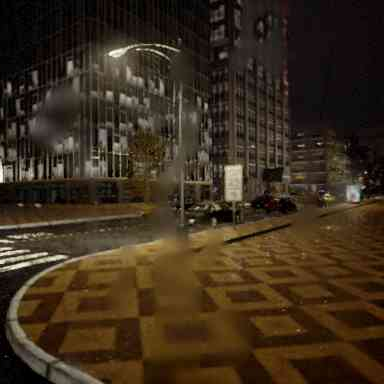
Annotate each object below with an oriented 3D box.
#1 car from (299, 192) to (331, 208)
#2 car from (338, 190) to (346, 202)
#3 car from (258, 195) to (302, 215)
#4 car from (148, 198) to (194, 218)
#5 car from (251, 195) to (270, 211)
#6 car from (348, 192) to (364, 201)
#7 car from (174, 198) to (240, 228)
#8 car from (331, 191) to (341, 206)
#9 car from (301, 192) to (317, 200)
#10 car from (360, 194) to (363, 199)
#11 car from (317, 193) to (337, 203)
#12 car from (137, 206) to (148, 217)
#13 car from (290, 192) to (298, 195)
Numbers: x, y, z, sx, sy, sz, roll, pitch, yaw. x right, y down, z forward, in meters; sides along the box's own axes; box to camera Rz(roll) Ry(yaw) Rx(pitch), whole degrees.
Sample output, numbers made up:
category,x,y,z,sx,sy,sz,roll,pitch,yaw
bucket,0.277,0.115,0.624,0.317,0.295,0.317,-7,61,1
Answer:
category,x,y,z,sx,sy,sz,roll,pitch,yaw
car,13.901,1.038,37.458,1.887,1.381,4.507,0,0,35
car,23.408,0.651,51.158,2.192,1.841,5.009,0,0,35
car,7.563,1.181,28.324,1.802,1.307,4.206,0,0,35
car,-0.804,1.230,26.437,2.128,1.511,4.902,-1,0,35
car,7.545,1.077,32.861,1.882,1.535,5.008,-1,0,35
car,29.749,0.776,60.294,1.887,1.381,4.507,0,0,35
car,1.223,1.255,19.190,2.008,1.369,4.403,0,0,35
car,17.168,0.965,42.164,1.752,1.417,4.829,0,0,35
car,22.866,0.786,65.073,1.967,1.590,4.097,0,0,35
car,26.577,0.599,55.725,2.192,1.841,5.009,0,0,35
car,21.499,0.931,52.967,1.994,1.385,4.181,-1,0,35
car,-2.588,1.294,28.395,1.752,1.417,4.829,0,0,35
car,12.382,1.084,45.323,1.994,1.385,4.181,-1,0,35
